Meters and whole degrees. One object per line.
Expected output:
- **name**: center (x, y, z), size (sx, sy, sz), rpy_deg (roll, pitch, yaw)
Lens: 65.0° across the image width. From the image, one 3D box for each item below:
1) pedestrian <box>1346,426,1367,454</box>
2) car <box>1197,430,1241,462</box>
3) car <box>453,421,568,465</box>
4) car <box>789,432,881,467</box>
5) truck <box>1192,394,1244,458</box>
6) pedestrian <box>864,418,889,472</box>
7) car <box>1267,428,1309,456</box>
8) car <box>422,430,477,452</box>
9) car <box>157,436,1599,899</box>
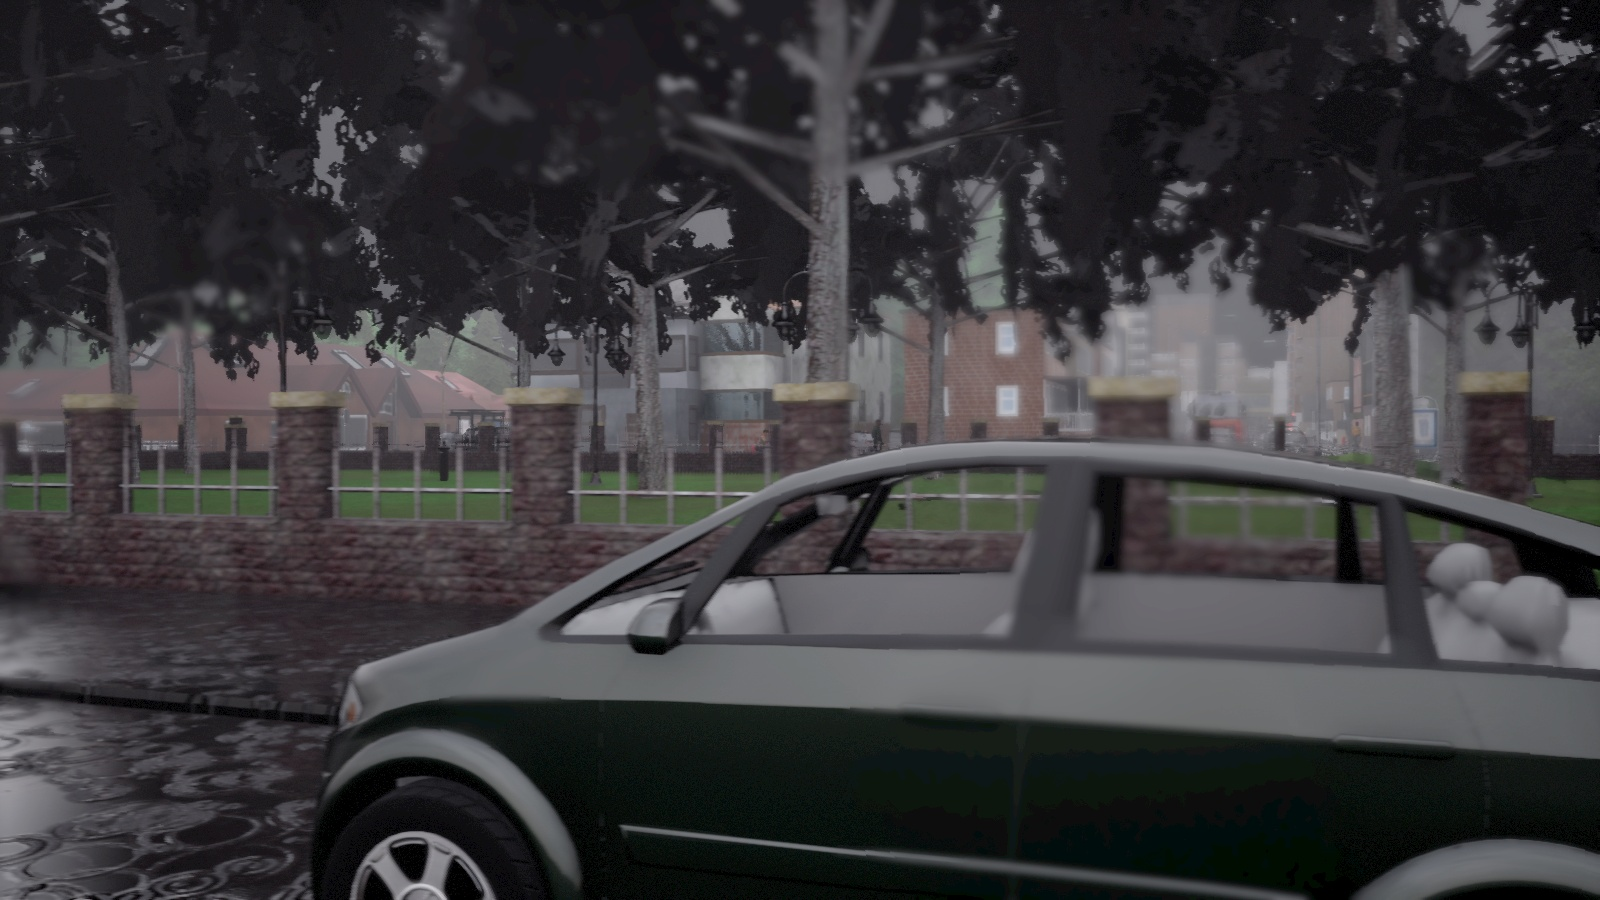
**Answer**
- **pedestrian**: center (36.908, -0.656, 83.295), size (0.874, 1.855, 0.900), rpy_deg (0, 1, -10)
- **car**: center (22.785, -0.250, 68.201), size (2.033, 1.649, 4.856), rpy_deg (1, 1, 21)
- **car**: center (-12.806, -0.302, 55.641), size (4.605, 1.855, 1.932), rpy_deg (0, 1, 15)
- **car**: center (1.535, -0.040, 55.059), size (3.633, 1.501, 1.845), rpy_deg (1, 1, 22)
- **truck**: center (26.479, -1.509, 79.350), size (2.891, 3.827, 8.468), rpy_deg (1, 1, 19)
- **pedestrian**: center (2.752, -0.181, 45.219), size (0.788, 1.949, 0.423), rpy_deg (1, 1, 29)
- **car**: center (29.908, -0.515, 77.027), size (2.152, 1.651, 5.027), rpy_deg (1, 1, 19)
- **car**: center (-23.660, -0.625, 84.950), size (1.845, 1.501, 3.633), rpy_deg (1, 1, 19)
- **car**: center (0.326, 0.748, 3.610), size (3.705, 1.549, 1.789), rpy_deg (1, 1, 19)
